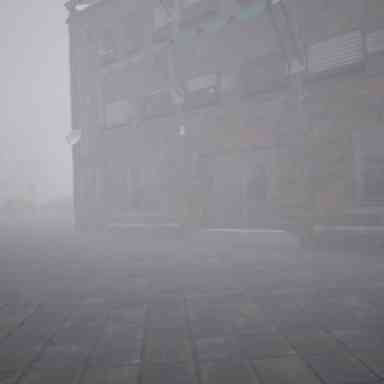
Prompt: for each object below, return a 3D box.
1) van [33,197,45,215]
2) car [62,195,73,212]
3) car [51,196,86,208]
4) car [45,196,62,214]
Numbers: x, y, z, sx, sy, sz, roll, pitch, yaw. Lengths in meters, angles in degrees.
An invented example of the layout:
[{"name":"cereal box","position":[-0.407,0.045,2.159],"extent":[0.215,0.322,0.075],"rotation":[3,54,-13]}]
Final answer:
[{"name":"van","position":[-22.592,1.762,44.755],"extent":[4.442,1.987,1.878],"rotation":[-3,2,23]},{"name":"car","position":[-20.473,1.719,49.929],"extent":[4.674,1.452,2.002],"rotation":[-3,2,24]},{"name":"car","position":[-19.411,1.528,52.372],"extent":[4.892,1.521,2.231],"rotation":[-3,2,23]},{"name":"car","position":[-21.584,1.840,47.372],"extent":[4.892,1.521,2.231],"rotation":[-3,2,23]}]
